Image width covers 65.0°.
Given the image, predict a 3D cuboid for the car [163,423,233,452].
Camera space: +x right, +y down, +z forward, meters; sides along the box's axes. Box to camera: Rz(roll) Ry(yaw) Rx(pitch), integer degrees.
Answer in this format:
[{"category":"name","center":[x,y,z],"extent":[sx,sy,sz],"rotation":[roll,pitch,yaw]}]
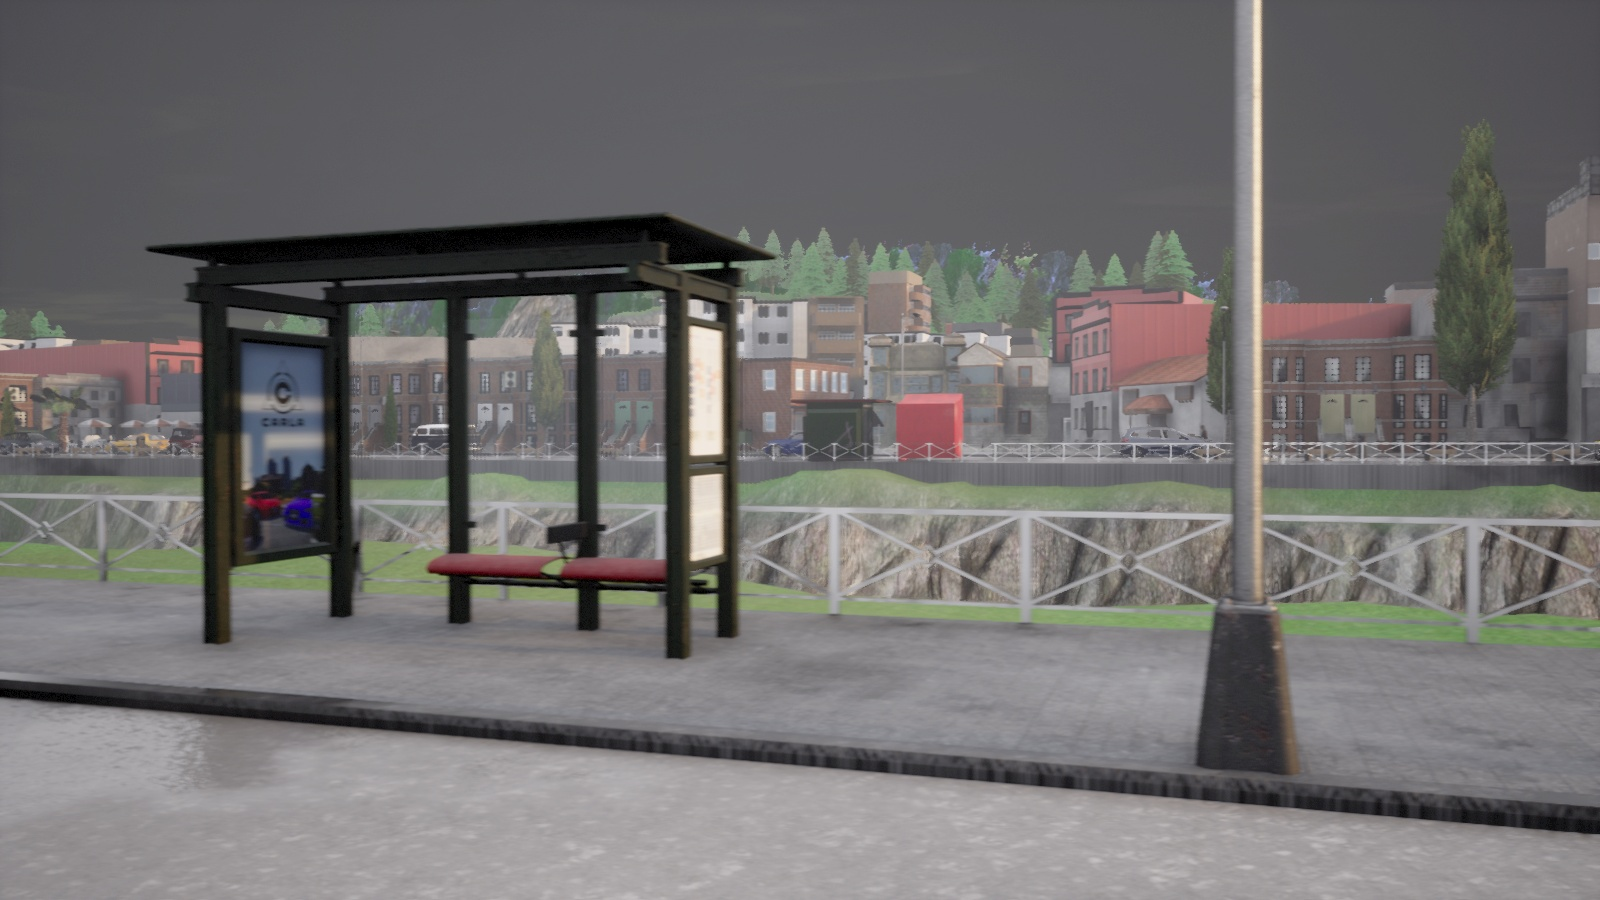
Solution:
[{"category":"car","center":[-39.301,-0.839,82.023],"extent":[3.866,1.878,1.905],"rotation":[1,1,19]}]

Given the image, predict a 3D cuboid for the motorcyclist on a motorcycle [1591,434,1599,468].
[{"category":"motorcyclist on a motorcycle","center":[36.859,0.044,56.428],"extent":[2.044,1.523,0.797],"rotation":[1,1,19]}]

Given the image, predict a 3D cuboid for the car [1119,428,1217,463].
[{"category":"car","center":[18.362,-0.263,62.643],"extent":[4.611,1.667,2.242],"rotation":[1,1,19]}]

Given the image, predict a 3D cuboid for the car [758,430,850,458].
[{"category":"car","center":[0.234,-0.363,72.956],"extent":[5.008,1.535,1.882],"rotation":[1,1,19]}]

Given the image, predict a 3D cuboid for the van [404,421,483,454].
[{"category":"van","center":[-22.888,-0.829,80.724],"extent":[4.480,2.038,2.069],"rotation":[1,1,19]}]
